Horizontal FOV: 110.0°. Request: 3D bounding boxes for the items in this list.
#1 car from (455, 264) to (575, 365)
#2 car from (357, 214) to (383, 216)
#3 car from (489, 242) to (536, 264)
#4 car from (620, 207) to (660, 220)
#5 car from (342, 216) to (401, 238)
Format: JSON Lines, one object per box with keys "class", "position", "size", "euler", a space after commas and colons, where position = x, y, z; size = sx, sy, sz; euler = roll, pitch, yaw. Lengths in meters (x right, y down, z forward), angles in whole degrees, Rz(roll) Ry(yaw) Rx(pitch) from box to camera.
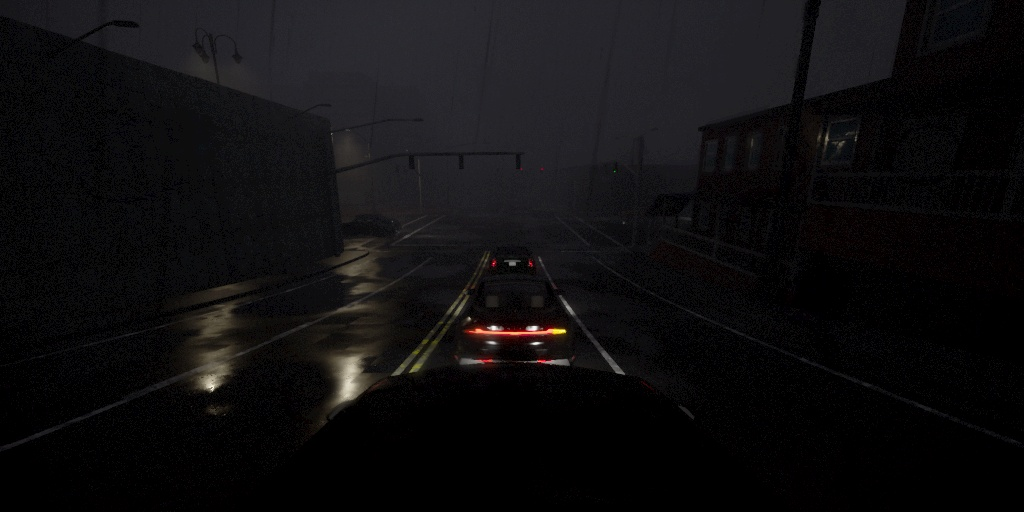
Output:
{"class": "car", "position": [0.055, 1.122, 7.184], "size": [1.837, 1.490, 4.892], "euler": [0, 2, 0]}
{"class": "car", "position": [-13.525, -3.428, 35.791], "size": [4.553, 1.767, 2.097], "euler": [0, 12, -1]}
{"class": "car", "position": [0.023, 0.085, 17.436], "size": [2.097, 1.767, 4.553], "euler": [0, 7, 0]}
{"class": "car", "position": [16.462, -5.546, 46.041], "size": [5.008, 1.535, 1.882], "euler": [0, 12, 0]}
{"class": "car", "position": [-12.823, -2.505, 32.217], "size": [4.902, 1.511, 2.128], "euler": [1, 12, 3]}
